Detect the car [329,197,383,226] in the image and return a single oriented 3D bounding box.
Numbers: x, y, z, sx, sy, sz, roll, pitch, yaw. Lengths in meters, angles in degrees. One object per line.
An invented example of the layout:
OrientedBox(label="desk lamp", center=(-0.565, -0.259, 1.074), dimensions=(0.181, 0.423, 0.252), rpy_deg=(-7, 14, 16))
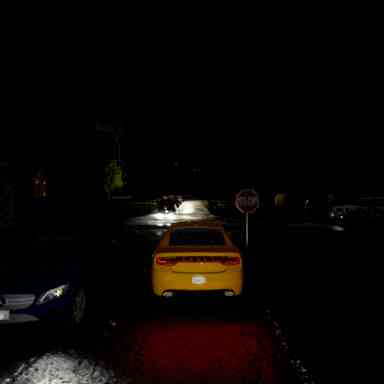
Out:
OrientedBox(label="car", center=(13.128, 1.379, 24.607), dimensions=(5.566, 2.045, 2.150), rpy_deg=(1, -1, -2))

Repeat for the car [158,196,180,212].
OrientedBox(label="car", center=(-2.809, 1.491, 38.142), dimensions=(2.128, 1.511, 4.902), rpy_deg=(0, 0, 1))

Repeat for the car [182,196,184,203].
OrientedBox(label="car", center=(-2.715, 1.522, 58.309), dimensions=(1.812, 1.442, 4.674), rpy_deg=(0, 0, 0))

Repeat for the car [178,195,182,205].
OrientedBox(label="car", center=(-2.760, 1.524, 48.034), dimensions=(1.812, 1.442, 4.674), rpy_deg=(0, 0, 0))

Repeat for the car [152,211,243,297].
OrientedBox(label="car", center=(0.078, 1.479, 8.625), dimensions=(1.882, 1.535, 5.008), rpy_deg=(0, 0, -1))

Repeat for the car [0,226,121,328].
OrientedBox(label="car", center=(-2.777, 1.526, 7.155), dimensions=(1.812, 1.442, 4.674), rpy_deg=(0, 0, 0))

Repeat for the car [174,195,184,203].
OrientedBox(label="car", center=(-2.648, 1.465, 69.442), dimensions=(1.882, 1.535, 5.008), rpy_deg=(0, 0, 0))
